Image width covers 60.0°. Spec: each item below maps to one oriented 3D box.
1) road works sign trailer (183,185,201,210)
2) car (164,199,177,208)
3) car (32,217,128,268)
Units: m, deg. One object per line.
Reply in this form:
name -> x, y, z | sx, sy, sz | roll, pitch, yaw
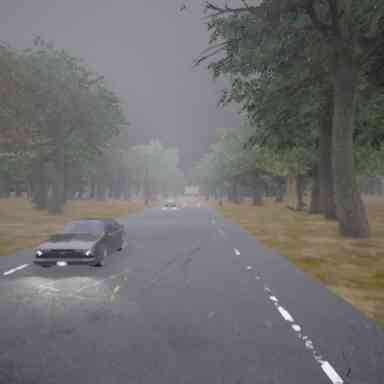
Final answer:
road works sign trailer -> -0.022, 0.788, 49.714 | 2.380, 3.560, 2.880 | 0, 0, 0
car -> -3.560, 1.889, 55.274 | 1.812, 1.442, 4.674 | 0, 0, 1
car -> -3.602, 1.623, 11.862 | 2.033, 1.411, 5.357 | 0, 0, 0
